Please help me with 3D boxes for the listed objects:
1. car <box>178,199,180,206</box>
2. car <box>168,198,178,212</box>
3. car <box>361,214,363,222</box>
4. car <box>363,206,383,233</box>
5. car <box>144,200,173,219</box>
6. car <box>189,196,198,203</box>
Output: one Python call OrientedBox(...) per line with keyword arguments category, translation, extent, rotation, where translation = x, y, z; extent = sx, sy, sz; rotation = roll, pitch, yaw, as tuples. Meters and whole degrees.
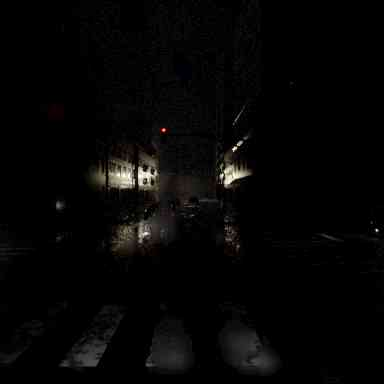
OrientedBox(category="car", translation=(-2.918, 1.600, 53.795), extent=(1.994, 1.385, 4.181), rotation=(0, 0, 0))
OrientedBox(category="car", translation=(-2.980, 1.616, 39.346), extent=(1.895, 1.301, 4.718), rotation=(0, 0, 0))
OrientedBox(category="car", translation=(12.139, 1.123, 18.322), extent=(5.009, 1.841, 2.192), rotation=(-1, 1, 0))
OrientedBox(category="car", translation=(11.367, 1.384, 15.669), extent=(5.357, 1.411, 2.033), rotation=(-1, 0, 0))
OrientedBox(category="car", translation=(-3.013, 1.607, 29.149), extent=(1.895, 1.301, 4.718), rotation=(0, 0, 0))
OrientedBox(category="car", translation=(0.292, 1.548, 71.045), extent=(1.882, 1.535, 5.008), rotation=(0, 0, 0))
